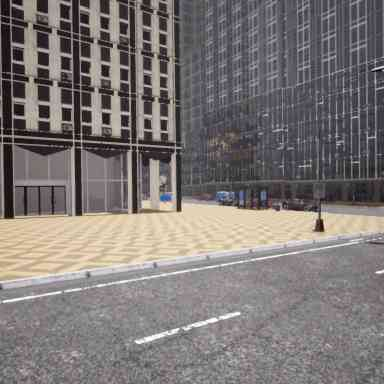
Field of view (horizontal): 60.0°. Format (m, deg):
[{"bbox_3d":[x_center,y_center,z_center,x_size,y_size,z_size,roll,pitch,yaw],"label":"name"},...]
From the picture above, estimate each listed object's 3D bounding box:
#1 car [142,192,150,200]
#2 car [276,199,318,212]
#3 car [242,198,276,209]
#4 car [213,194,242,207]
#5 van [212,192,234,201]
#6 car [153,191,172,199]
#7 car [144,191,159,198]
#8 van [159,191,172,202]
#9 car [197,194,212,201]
[{"bbox_3d":[-10.650,1.039,68.713,2.008,1.369,4.403,0,1,-34],"label":"car"},{"bbox_3d":[11.659,1.424,35.771,1.947,1.339,4.313,0,1,-34],"label":"car"},{"bbox_3d":[8.471,1.388,40.479,1.802,1.307,4.206,0,1,-34],"label":"car"},{"bbox_3d":[5.317,1.319,45.207,1.947,1.339,4.313,0,1,-34],"label":"car"},{"bbox_3d":[5.880,0.855,59.343,1.690,1.788,3.998,0,1,-34],"label":"van"},{"bbox_3d":[-6.928,0.615,78.126,2.192,1.841,5.009,0,1,-34],"label":"car"},{"bbox_3d":[-10.131,0.686,82.822,1.967,1.590,4.097,0,1,-34],"label":"car"},{"bbox_3d":[-4.245,0.937,59.319,1.690,1.788,3.998,0,1,-34],"label":"van"},{"bbox_3d":[2.679,1.043,64.042,1.802,1.307,4.206,0,1,-34],"label":"car"}]
